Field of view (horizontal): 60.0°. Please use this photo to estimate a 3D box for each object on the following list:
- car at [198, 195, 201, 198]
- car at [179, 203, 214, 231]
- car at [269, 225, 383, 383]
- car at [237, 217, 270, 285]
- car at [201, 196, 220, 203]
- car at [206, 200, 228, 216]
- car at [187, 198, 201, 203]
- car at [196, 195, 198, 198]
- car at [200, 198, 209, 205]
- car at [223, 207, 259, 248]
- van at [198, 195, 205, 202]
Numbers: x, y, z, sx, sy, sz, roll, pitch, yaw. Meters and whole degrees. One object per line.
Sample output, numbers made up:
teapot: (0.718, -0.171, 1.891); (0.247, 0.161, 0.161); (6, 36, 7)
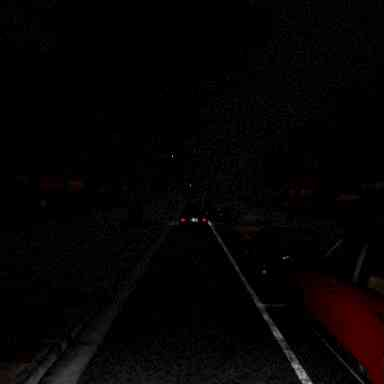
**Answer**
car: (2.631, 1.681, 59.321); (2.192, 1.841, 5.009); (1, 0, 0)
car: (0.092, 1.701, 21.807); (2.033, 1.411, 5.357); (0, 0, 0)
car: (2.647, 1.345, 3.910); (2.192, 1.841, 5.009); (1, 0, 0)
car: (2.642, 1.636, 9.449); (1.947, 1.339, 4.313); (1, 0, 0)
car: (2.636, 1.591, 42.698); (2.192, 1.841, 5.009); (1, 0, 0)
car: (2.636, 1.765, 31.615); (2.008, 1.369, 4.403); (1, 0, 0)
car: (0.085, 1.899, 46.700); (1.895, 1.301, 4.718); (0, 0, 0)
car: (2.626, 1.771, 75.943); (2.192, 1.841, 5.009); (1, 0, 0)
car: (2.624, 1.970, 70.401); (1.887, 1.381, 4.507); (1, 0, 0)
car: (2.641, 1.636, 15.161); (1.752, 1.417, 4.829); (1, 0, 0)
van: (2.620, 1.885, 92.566); (1.690, 1.788, 3.998); (1, 0, 0)
